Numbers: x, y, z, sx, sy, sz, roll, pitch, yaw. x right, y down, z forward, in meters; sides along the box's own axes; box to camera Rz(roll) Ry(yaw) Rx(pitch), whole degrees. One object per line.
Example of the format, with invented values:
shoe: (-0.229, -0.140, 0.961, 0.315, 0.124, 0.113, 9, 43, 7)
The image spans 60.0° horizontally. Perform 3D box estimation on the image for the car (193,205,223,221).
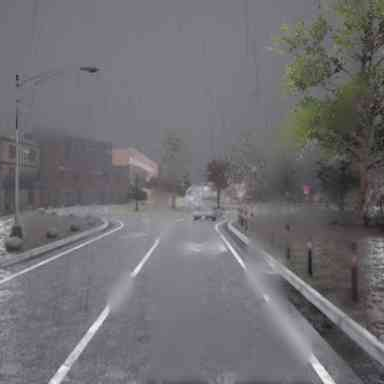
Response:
car: (1.515, 1.832, 29.796, 1.895, 1.301, 4.718, 0, 0, 15)
